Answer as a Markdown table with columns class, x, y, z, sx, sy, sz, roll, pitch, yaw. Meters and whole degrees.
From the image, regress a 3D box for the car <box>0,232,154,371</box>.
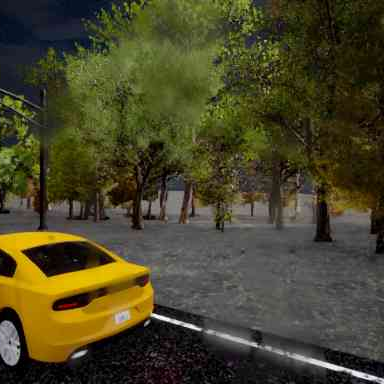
| class | x | y | z | sx | sy | sz | roll | pitch | yaw |
| --- | --- | --- | --- | --- | --- | --- | --- | --- | --- |
| car | -2.922 | 1.444 | 5.765 | 5.008 | 1.535 | 1.882 | 1 | 0 | 35 |
